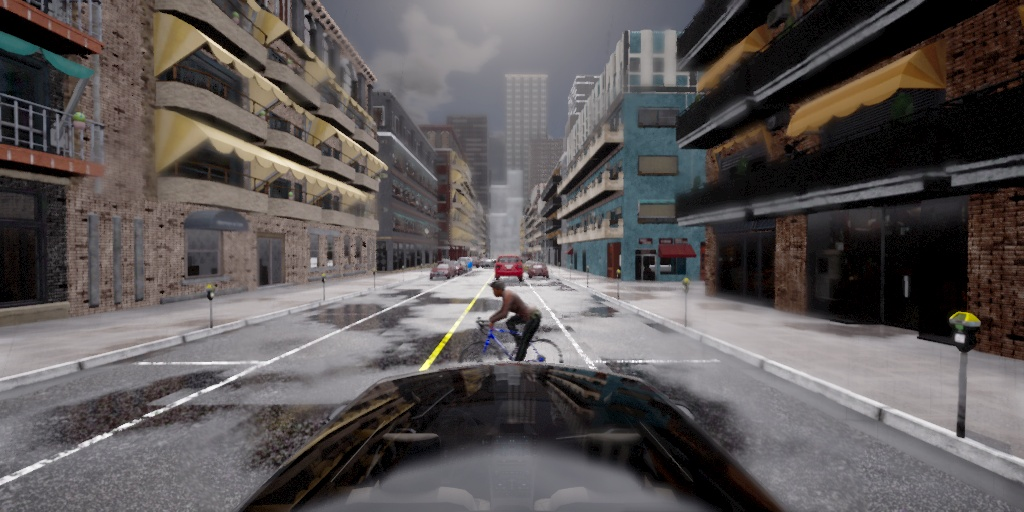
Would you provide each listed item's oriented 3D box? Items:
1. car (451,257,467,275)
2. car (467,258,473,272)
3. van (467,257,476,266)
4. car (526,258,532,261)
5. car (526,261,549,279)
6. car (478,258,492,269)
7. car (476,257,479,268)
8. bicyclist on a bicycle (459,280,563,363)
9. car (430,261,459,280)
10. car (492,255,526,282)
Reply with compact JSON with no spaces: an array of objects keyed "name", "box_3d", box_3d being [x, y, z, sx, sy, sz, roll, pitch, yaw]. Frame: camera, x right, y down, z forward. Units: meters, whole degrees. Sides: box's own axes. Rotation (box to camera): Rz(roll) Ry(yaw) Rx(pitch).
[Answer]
[{"name":"car","box_3d":[-6.132,1.175,37.112,1.967,1.591,4.097,0,0,-1]},{"name":"car","box_3d":[-6.209,1.283,42.713,2.007,1.370,4.403,0,0,-1]},{"name":"van","box_3d":[-6.286,1.071,48.315,1.690,1.789,3.998,0,0,-1]},{"name":"car","box_3d":[2.136,1.258,42.969,1.751,1.417,4.829,0,0,-1]},{"name":"car","box_3d":[2.292,1.319,31.596,1.802,1.307,4.207,0,0,-1]},{"name":"car","box_3d":[-3.832,1.291,56.944,1.994,1.385,4.181,0,0,-1]},{"name":"car","box_3d":[-6.463,1.041,59.517,2.192,1.841,5.009,0,0,-1]},{"name":"bicyclist on a bicycle","box_3d":[-0.033,1.201,5.665,1.656,1.620,0.582,-2,0,-1]},{"name":"car","box_3d":[-6.056,1.319,31.510,1.802,1.307,4.207,0,0,-1]},{"name":"car","box_3d":[-0.265,0.958,29.132,2.150,2.045,5.566,0,0,-1]}]
